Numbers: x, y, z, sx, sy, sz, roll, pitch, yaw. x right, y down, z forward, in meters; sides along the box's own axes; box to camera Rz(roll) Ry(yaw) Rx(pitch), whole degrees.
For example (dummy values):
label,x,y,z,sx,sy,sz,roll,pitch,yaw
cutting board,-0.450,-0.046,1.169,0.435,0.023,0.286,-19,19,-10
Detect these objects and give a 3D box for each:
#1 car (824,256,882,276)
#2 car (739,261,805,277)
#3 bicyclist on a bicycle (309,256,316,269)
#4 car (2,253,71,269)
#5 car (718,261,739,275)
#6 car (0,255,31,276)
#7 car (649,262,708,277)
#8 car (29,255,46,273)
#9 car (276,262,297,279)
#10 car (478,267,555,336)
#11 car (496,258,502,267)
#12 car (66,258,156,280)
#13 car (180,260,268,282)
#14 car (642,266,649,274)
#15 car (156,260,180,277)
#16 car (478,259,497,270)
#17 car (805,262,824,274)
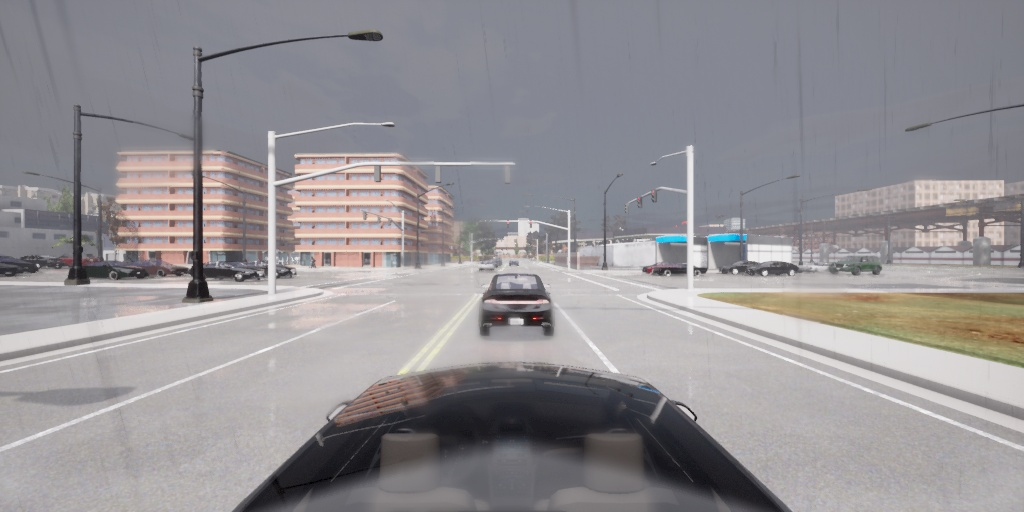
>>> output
label,x,y,z,sx,sy,sz,roll,pitch,yaw
car,36.329,0.971,37.857,5.566,2.045,2.150,0,0,-19
car,25.914,1.255,35.803,4.892,1.490,1.837,0,0,-5
bicyclist on a bicycle,-25.927,0.844,46.628,0.582,1.620,1.656,1,0,1
car,-50.377,0.628,37.894,4.892,1.490,1.837,1,0,2
car,25.220,1.255,39.256,4.892,1.490,1.837,0,0,-5
car,-40.430,0.851,27.002,5.357,1.411,2.033,1,0,1
car,16.635,1.351,35.651,4.718,1.301,1.895,0,0,0
car,-43.342,0.814,30.578,4.181,1.385,1.994,1,0,1
car,-20.660,1.109,29.999,4.902,1.511,2.128,1,0,1
car,0.121,1.242,10.343,2.128,1.511,4.902,0,0,0
car,-3.284,1.242,60.846,2.128,1.511,4.902,0,0,1
car,-29.789,1.054,26.731,4.181,1.385,1.994,1,0,1
car,-20.949,1.109,26.508,4.902,1.511,2.128,1,0,1
car,16.475,1.314,39.179,4.181,1.385,1.994,0,0,1
car,-30.403,1.025,30.250,5.357,1.411,2.033,1,0,1
car,-3.370,1.342,47.291,1.895,1.301,4.718,0,0,0
car,34.885,1.351,41.028,4.718,1.301,1.895,0,0,-19
